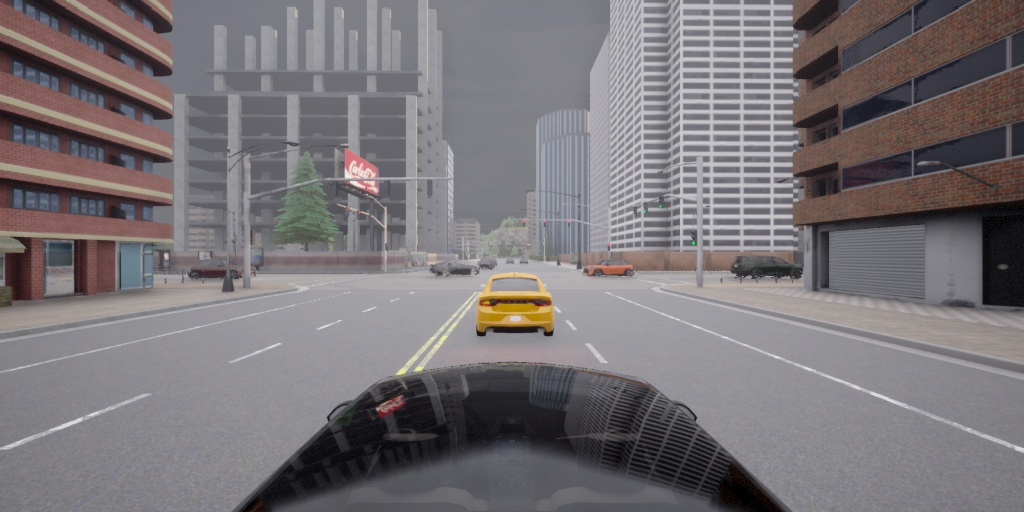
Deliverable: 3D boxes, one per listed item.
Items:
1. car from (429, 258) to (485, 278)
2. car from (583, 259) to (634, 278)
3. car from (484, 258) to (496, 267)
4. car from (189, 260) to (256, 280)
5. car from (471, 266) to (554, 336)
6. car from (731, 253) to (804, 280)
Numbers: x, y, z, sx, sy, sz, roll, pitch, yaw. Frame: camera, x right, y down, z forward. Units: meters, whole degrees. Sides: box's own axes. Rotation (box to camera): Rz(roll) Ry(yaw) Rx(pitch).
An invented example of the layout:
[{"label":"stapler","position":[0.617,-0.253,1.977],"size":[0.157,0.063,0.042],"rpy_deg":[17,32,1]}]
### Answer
[{"label":"car","position":[-5.470,1.241,34.255],"size":[4.902,1.511,2.128],"rpy_deg":[0,0,-35]},{"label":"car","position":[8.945,1.101,33.484],"size":[4.553,1.767,2.097],"rpy_deg":[0,0,-11]},{"label":"car","position":[-3.887,1.102,52.658],"size":[2.097,1.767,4.553],"rpy_deg":[0,0,0]},{"label":"car","position":[-24.253,1.101,30.223],"size":[4.553,1.767,2.097],"rpy_deg":[0,0,-1]},{"label":"car","position":[0.061,1.228,10.389],"size":[1.882,1.535,5.008],"rpy_deg":[0,0,0]},{"label":"car","position":[21.856,0.970,30.742],"size":[5.566,2.045,2.150],"rpy_deg":[0,0,-1]}]
